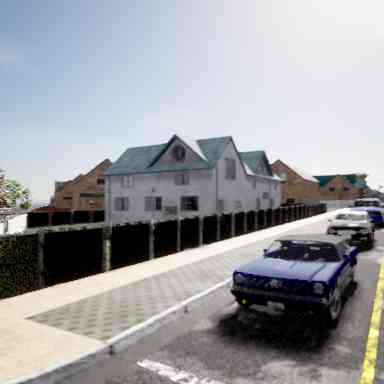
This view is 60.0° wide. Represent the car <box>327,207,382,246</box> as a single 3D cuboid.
[{"bbox_3d":[7.915,1.690,16.399,2.128,1.511,4.902,-2,-1,31],"label":"car"}]

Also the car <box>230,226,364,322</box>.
[{"bbox_3d":[2.648,1.717,7.780,1.895,1.301,4.718,-2,-1,32],"label":"car"}]

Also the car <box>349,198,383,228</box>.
[{"bbox_3d":[13.425,1.518,25.435,2.150,2.045,5.566,-2,-1,31],"label":"car"}]
